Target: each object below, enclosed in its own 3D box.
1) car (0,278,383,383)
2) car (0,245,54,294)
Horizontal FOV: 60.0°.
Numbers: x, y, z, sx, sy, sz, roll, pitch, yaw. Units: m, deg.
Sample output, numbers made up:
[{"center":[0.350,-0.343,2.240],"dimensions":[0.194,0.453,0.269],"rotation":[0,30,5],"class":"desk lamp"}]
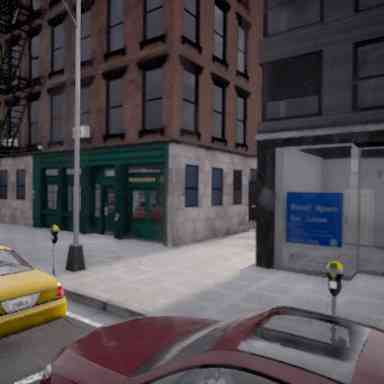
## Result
[{"center":[0.585,1.569,2.395],"dimensions":[4.206,1.307,1.802],"rotation":[1,1,36],"class":"car"},{"center":[-4.164,1.419,5.812],"dimensions":[4.829,1.417,1.752],"rotation":[1,1,36],"class":"car"}]
